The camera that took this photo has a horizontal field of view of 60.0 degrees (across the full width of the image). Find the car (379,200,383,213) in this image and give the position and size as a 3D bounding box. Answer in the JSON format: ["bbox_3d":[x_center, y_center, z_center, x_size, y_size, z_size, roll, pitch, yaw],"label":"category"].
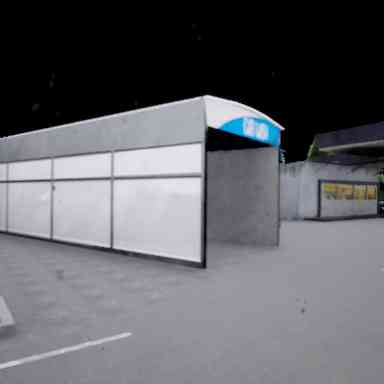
[{"bbox_3d":[24.039,1.878,41.532,4.611,1.667,2.242,1,0,-35],"label":"car"}]
